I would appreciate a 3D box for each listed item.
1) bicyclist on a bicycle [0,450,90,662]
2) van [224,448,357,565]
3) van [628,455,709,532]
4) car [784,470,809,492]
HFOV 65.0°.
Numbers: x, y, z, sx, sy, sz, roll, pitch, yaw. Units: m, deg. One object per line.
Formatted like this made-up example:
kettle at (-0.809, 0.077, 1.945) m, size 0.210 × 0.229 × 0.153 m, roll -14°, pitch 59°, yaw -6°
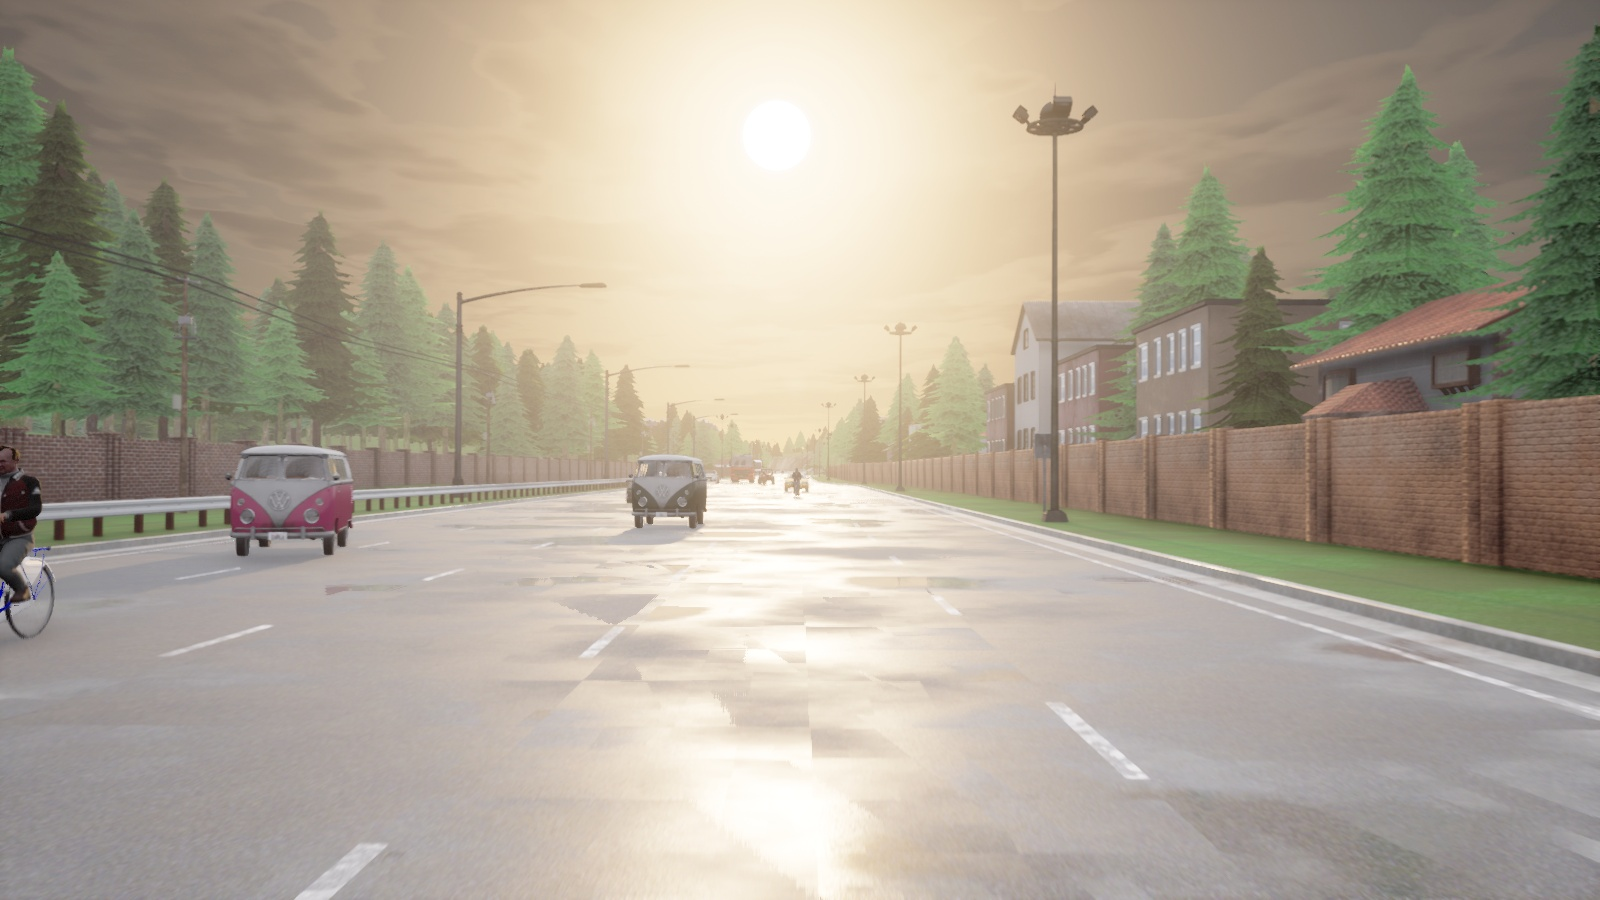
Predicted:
bicyclist on a bicycle at (-7.028, 0.896, 10.918) m, size 0.659 × 1.776 × 1.843 m, roll 0°, pitch -1°, yaw 0°
van at (-9.496, 1.002, 23.718) m, size 1.775 × 1.987 × 4.442 m, roll 0°, pitch -1°, yaw -15°
van at (-3.587, 1.166, 34.910) m, size 1.775 × 1.987 × 4.442 m, roll 0°, pitch -1°, yaw 0°
car at (-0.233, 2.332, 94.194) m, size 1.801 × 1.575 × 5.366 m, roll 0°, pitch -1°, yaw 0°
